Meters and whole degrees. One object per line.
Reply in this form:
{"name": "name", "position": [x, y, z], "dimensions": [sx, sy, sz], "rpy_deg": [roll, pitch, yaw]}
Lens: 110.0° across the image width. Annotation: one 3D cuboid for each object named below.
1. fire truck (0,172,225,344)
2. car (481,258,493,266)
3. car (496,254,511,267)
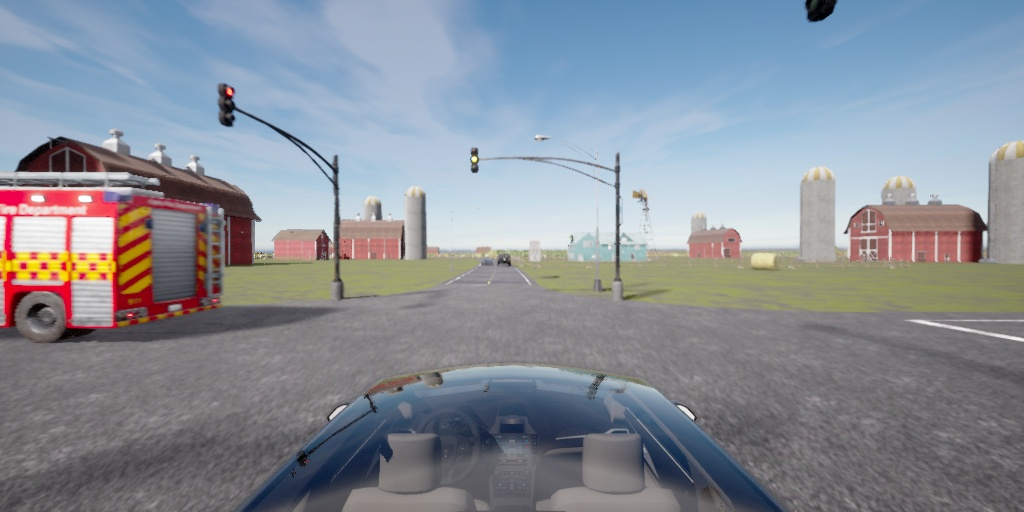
{"name": "fire truck", "position": [-12.517, -0.025, 9.047], "dimensions": [8.468, 3.827, 2.891], "rpy_deg": [0, 1, 0]}
{"name": "car", "position": [-4.291, 0.954, 62.631], "dimensions": [1.994, 1.385, 4.181], "rpy_deg": [0, 0, -3]}
{"name": "car", "position": [-1.291, 0.620, 57.789], "dimensions": [2.150, 2.045, 5.566], "rpy_deg": [0, 0, -3]}
